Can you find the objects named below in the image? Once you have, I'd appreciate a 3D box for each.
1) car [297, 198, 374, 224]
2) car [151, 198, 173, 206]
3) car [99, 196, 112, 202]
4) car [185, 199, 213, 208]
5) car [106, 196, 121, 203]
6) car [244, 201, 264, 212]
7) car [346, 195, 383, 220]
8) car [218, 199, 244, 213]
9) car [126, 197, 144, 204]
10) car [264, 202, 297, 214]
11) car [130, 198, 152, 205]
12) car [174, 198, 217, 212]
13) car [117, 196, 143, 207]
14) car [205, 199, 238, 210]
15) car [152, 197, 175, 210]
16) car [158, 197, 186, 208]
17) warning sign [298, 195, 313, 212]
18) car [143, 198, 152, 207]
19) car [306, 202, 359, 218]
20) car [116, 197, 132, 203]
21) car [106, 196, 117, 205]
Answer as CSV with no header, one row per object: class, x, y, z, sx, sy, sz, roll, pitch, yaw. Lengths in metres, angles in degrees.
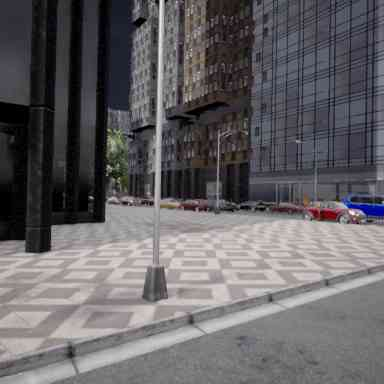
car,9.906,1.372,23.215,1.967,1.590,4.097,2,-1,-36
car,-5.413,1.728,59.416,2.008,1.369,4.403,2,-1,-35
car,-21.326,1.758,81.763,1.802,1.307,4.206,2,-1,-35
car,0.952,1.725,50.476,2.008,1.369,4.403,2,-1,-35
car,-18.241,1.702,77.433,1.752,1.417,4.829,2,-1,-35
car,7.317,1.733,41.537,1.947,1.339,4.313,2,-1,-35
car,13.055,1.215,22.876,2.150,2.045,5.566,2,-1,-29
car,3.000,1.560,37.503,2.033,1.411,5.357,2,-1,-35
car,-11.778,1.743,68.355,1.947,1.339,4.313,2,-1,-35
car,10.499,1.746,37.068,1.802,1.307,4.206,2,-1,-35
car,-9.300,1.706,60.111,1.895,1.301,4.718,2,-1,-35
car,0.373,1.487,36.598,1.887,1.381,4.507,2,-1,-35
car,-9.174,1.391,50.011,1.967,1.590,4.097,2,-1,-35
car,4.037,1.696,46.146,1.752,1.417,4.829,2,-1,-35
car,-2.711,1.471,40.930,1.752,1.417,4.829,2,-1,-35
car,-3.212,1.595,51.639,2.128,1.511,4.902,2,-1,-35
warning sign,12.857,1.340,37.752,1.300,1.860,1.060,2,-1,-35
car,-4.819,1.498,48.548,1.882,1.535,5.008,2,-1,-35
car,13.682,1.727,32.598,1.947,1.339,4.313,2,-1,-35
car,-14.961,1.743,72.824,1.947,1.339,4.313,2,-1,-35
car,-12.361,1.534,54.479,1.802,1.307,4.206,2,-1,-35
